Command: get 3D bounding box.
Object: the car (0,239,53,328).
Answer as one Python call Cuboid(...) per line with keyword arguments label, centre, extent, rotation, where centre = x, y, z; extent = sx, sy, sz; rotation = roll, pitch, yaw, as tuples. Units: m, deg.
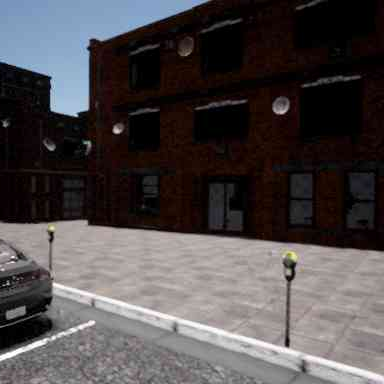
Cuboid(label="car", centre=(-4.320, 1.506, 6.078), extent=(4.403, 1.369, 2.008), rotation=(0, 1, 35))
